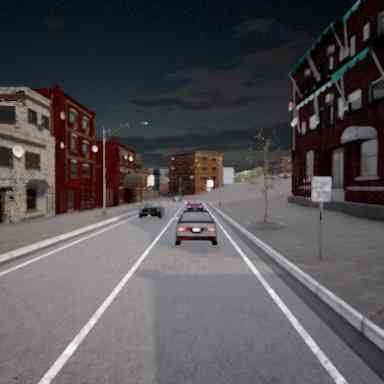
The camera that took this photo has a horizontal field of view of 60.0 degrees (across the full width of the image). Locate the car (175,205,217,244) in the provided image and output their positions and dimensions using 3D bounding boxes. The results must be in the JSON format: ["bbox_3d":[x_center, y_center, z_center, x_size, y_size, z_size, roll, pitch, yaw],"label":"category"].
[{"bbox_3d":[0.187,1.543,15.704,2.033,1.411,5.357,0,0,0],"label":"car"}]

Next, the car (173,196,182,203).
[{"bbox_3d":[-3.089,1.512,70.697,1.812,1.442,4.674,0,0,0],"label":"car"}]

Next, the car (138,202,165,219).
[{"bbox_3d":[-3.434,1.586,28.986,1.895,1.301,4.718,0,0,0],"label":"car"}]

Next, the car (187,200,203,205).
[{"bbox_3d":[0.314,1.589,37.428,1.895,1.301,4.718,0,0,0],"label":"car"}]

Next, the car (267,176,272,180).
[{"bbox_3d":[22.635,-3.810,91.236,2.002,1.452,4.674,0,1,-2],"label":"car"}]

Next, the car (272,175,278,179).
[{"bbox_3d":[22.955,-3.747,85.697,2.097,1.535,5.008,0,1,-3],"label":"car"}]

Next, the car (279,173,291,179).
[{"bbox_3d":[23.390,-3.771,80.189,2.185,1.767,4.553,0,1,-4],"label":"car"}]
